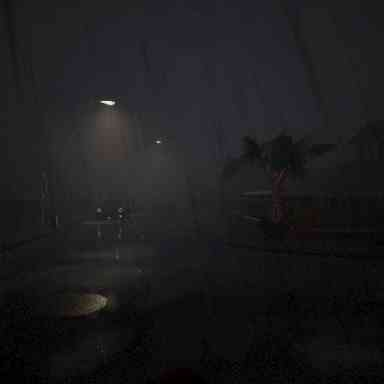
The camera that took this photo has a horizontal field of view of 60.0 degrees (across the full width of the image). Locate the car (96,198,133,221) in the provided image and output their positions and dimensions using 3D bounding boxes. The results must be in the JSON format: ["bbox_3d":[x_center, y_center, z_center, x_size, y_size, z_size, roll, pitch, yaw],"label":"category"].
[{"bbox_3d":[-6.304,1.352,26.832,2.097,1.767,4.553,0,0,-4],"label":"car"}]

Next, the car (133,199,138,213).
[{"bbox_3d":[-7.098,1.505,37.171,1.837,1.490,4.892,0,0,-4],"label":"car"}]

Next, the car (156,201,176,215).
[{"bbox_3d":[-2.680,1.600,34.110,1.895,1.301,4.718,0,0,-4],"label":"car"}]
